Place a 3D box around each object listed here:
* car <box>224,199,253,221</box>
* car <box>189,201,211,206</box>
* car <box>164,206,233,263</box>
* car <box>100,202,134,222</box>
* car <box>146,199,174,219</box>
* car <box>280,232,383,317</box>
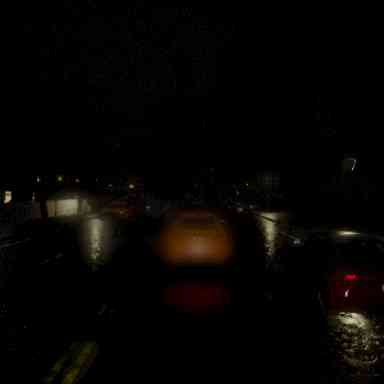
[{"bbox_3d":[3.889,1.448,28.329,2.097,1.767,4.553,0,0,2],"label":"car"},{"bbox_3d":[0.705,1.582,30.201,1.882,1.535,5.008,0,0,2],"label":"car"},{"bbox_3d":[0.223,1.516,12.163,1.882,1.535,5.008,0,0,1],"label":"car"},{"bbox_3d":[-6.090,1.574,27.558,1.882,1.535,5.008,0,0,2],"label":"car"},{"bbox_3d":[-2.756,1.455,29.761,2.097,1.767,4.553,0,0,2],"label":"car"},{"bbox_3d":[3.395,1.589,7.597,1.994,1.385,4.181,0,0,1],"label":"car"}]
